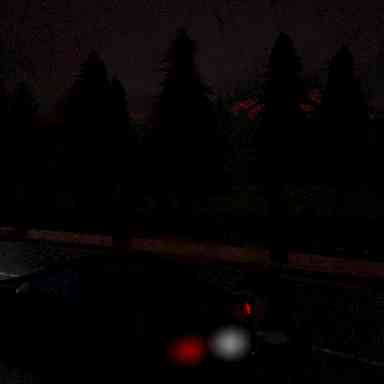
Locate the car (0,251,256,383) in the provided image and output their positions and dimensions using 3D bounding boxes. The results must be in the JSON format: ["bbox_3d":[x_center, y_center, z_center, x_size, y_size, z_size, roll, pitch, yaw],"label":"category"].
[{"bbox_3d":[-1.273,1.557,4.582,4.181,1.385,1.994,0,0,33],"label":"car"}]
